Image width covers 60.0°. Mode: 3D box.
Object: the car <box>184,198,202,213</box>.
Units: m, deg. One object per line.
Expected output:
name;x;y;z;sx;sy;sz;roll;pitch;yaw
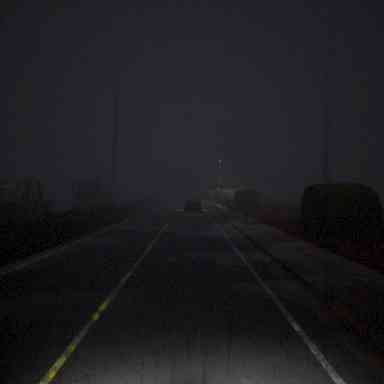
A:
car;0.105;1.567;38.380;1.882;1.535;5.008;0;0;0

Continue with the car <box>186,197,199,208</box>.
car;0.098;1.626;51.512;1.837;1.490;4.892;0;0;0
